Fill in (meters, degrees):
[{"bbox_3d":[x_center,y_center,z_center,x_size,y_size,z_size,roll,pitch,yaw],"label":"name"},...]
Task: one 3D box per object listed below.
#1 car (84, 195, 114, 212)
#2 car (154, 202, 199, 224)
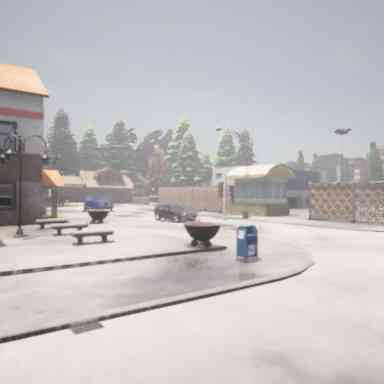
[{"bbox_3d":[-11.672,1.391,41.505,2.150,2.045,5.566,1,0,-35],"label":"car"},{"bbox_3d":[-1.315,1.645,26.811,1.837,1.490,4.892,1,1,-35],"label":"car"}]
